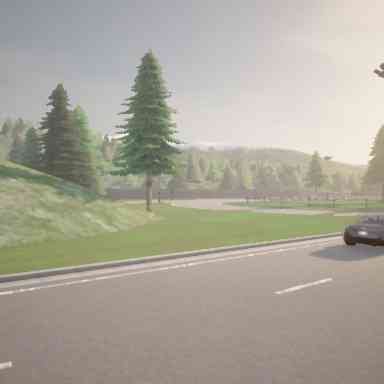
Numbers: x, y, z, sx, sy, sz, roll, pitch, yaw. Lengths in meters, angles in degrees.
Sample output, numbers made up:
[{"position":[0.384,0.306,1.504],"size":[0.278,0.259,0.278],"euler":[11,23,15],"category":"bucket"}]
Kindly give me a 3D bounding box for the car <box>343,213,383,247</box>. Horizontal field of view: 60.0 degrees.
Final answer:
[{"position":[8.269,1.569,14.066],"size":[4.181,1.385,1.994],"euler":[0,0,-35],"category":"car"}]
